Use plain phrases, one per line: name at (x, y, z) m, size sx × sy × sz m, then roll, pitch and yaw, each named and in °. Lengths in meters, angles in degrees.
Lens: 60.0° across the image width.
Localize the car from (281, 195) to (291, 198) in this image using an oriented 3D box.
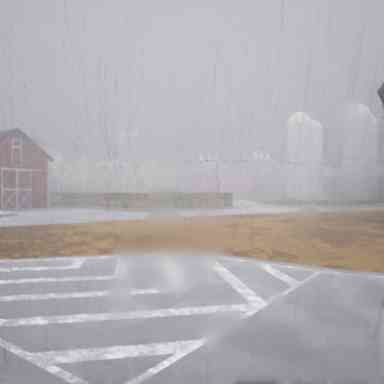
car at (25.494, 1.635, 90.097) m, size 2.242 × 1.667 × 4.611 m, roll 0°, pitch 0°, yaw 35°
